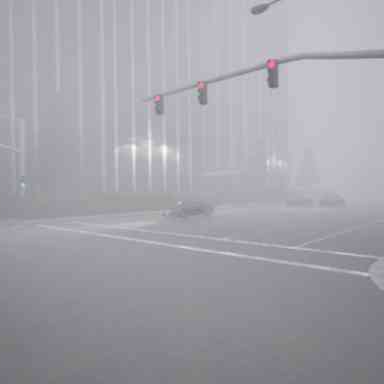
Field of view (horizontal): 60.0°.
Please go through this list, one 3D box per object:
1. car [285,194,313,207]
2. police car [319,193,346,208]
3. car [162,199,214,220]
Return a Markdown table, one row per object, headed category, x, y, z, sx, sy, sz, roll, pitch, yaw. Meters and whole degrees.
| category | x | y | z | sx | sy | sz | roll | pitch | yaw |
| --- | --- | --- | --- | --- | --- | --- | --- | --- | --- |
| car | 13.457 | 1.065 | 41.800 | 1.882 | 1.535 | 5.008 | 0 | 0 | 42 |
| police car | 17.016 | 0.976 | 40.396 | 1.930 | 1.638 | 5.238 | 0 | 0 | 42 |
| car | -0.229 | 1.337 | 26.609 | 2.128 | 1.511 | 4.902 | 0 | 0 | 42 |
